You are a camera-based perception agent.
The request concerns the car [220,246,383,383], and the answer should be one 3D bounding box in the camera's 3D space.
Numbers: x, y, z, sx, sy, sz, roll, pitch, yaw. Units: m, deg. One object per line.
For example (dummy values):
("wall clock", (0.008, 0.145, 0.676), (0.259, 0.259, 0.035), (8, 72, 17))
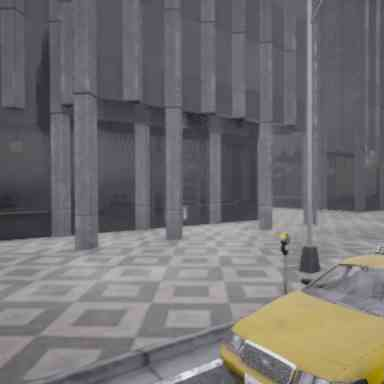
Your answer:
("car", (2.573, 1.460, 4.424), (4.829, 1.417, 1.752), (-1, 1, -35))
